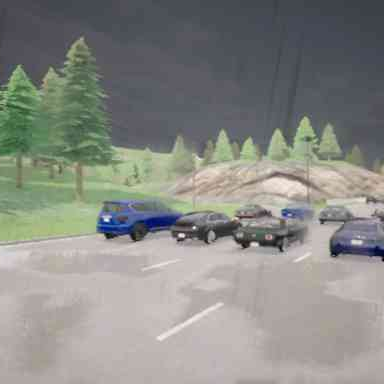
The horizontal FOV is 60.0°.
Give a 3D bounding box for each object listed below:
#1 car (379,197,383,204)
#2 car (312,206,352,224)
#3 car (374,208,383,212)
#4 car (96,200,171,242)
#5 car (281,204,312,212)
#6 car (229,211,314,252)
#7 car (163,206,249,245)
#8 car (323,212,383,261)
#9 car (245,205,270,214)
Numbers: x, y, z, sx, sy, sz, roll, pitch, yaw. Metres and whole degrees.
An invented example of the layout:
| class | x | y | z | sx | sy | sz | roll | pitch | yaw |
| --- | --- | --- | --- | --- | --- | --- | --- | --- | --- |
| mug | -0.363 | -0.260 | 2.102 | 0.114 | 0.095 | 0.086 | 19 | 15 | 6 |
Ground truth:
| class | x | y | z | sx | sy | sz | roll | pitch | yaw |
| --- | --- | --- | --- | --- | --- | --- | --- | --- | --- |
| car | 48.379 | 2.225 | 82.417 | 2.033 | 1.411 | 5.357 | -1 | -1 | 33 |
| car | 11.543 | 1.811 | 26.642 | 2.033 | 1.411 | 5.357 | -1 | -1 | 34 |
| car | 14.867 | 1.844 | 25.299 | 1.895 | 1.301 | 4.718 | -1 | -1 | 34 |
| car | -2.558 | 1.423 | 18.006 | 2.150 | 2.045 | 5.566 | -1 | 0 | 34 |
| car | 9.584 | 1.780 | 29.980 | 1.882 | 1.535 | 5.008 | -1 | 0 | 34 |
| car | 3.670 | 1.752 | 14.712 | 1.895 | 1.301 | 4.718 | -1 | -1 | 34 |
| car | 0.891 | 1.687 | 16.850 | 1.837 | 1.490 | 4.892 | -1 | 0 | 34 |
| car | 6.738 | 1.692 | 12.998 | 1.994 | 1.385 | 4.181 | -1 | -1 | 34 |
| car | 5.655 | 1.863 | 30.504 | 2.033 | 1.411 | 5.357 | 0 | -1 | 32 |
